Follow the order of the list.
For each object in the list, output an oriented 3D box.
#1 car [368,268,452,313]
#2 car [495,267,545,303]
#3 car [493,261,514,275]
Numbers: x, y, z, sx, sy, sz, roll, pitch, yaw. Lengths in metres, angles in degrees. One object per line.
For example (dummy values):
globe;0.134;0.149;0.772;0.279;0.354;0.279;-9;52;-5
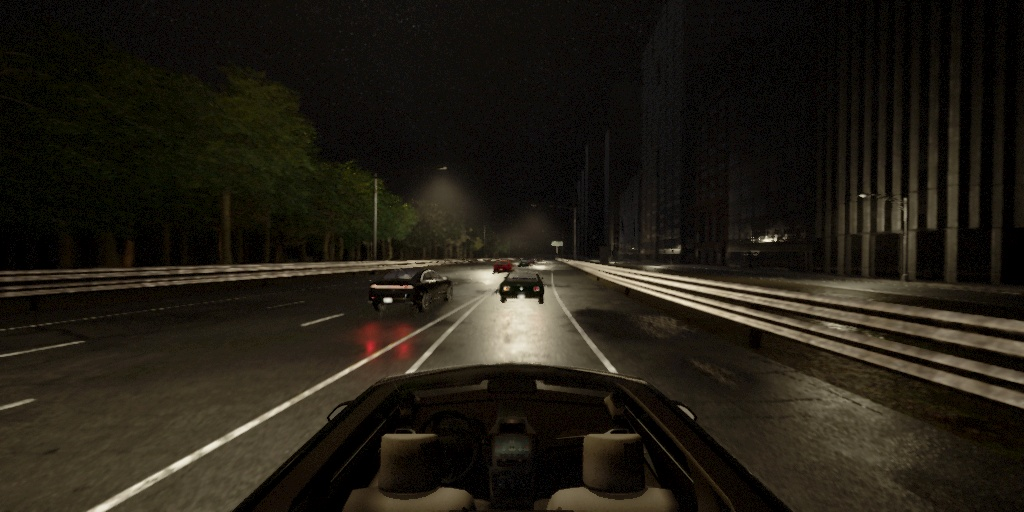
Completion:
car;-3.722;1.221;13.936;2.128;1.511;4.902;0;0;6
car;0.545;1.365;16.766;1.895;1.301;4.718;0;0;4
car;-0.865;1.249;39.441;1.882;1.535;5.008;0;0;6
